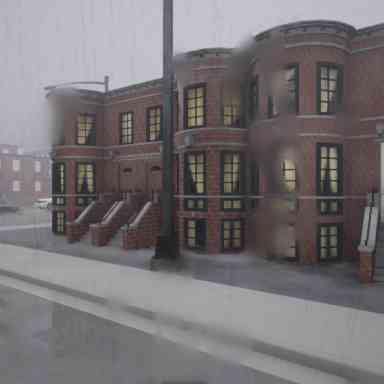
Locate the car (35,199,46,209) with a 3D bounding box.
[{"bbox_3d":[-17.594,1.221,43.777,2.150,2.045,5.566,0,0,36],"label":"car"}]

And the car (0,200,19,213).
[{"bbox_3d":[-20.128,1.564,34.224,1.994,1.385,4.181,0,0,36],"label":"car"}]

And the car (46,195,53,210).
[{"bbox_3d":[-14.965,1.478,41.438,1.882,1.535,5.008,0,0,36],"label":"car"}]
